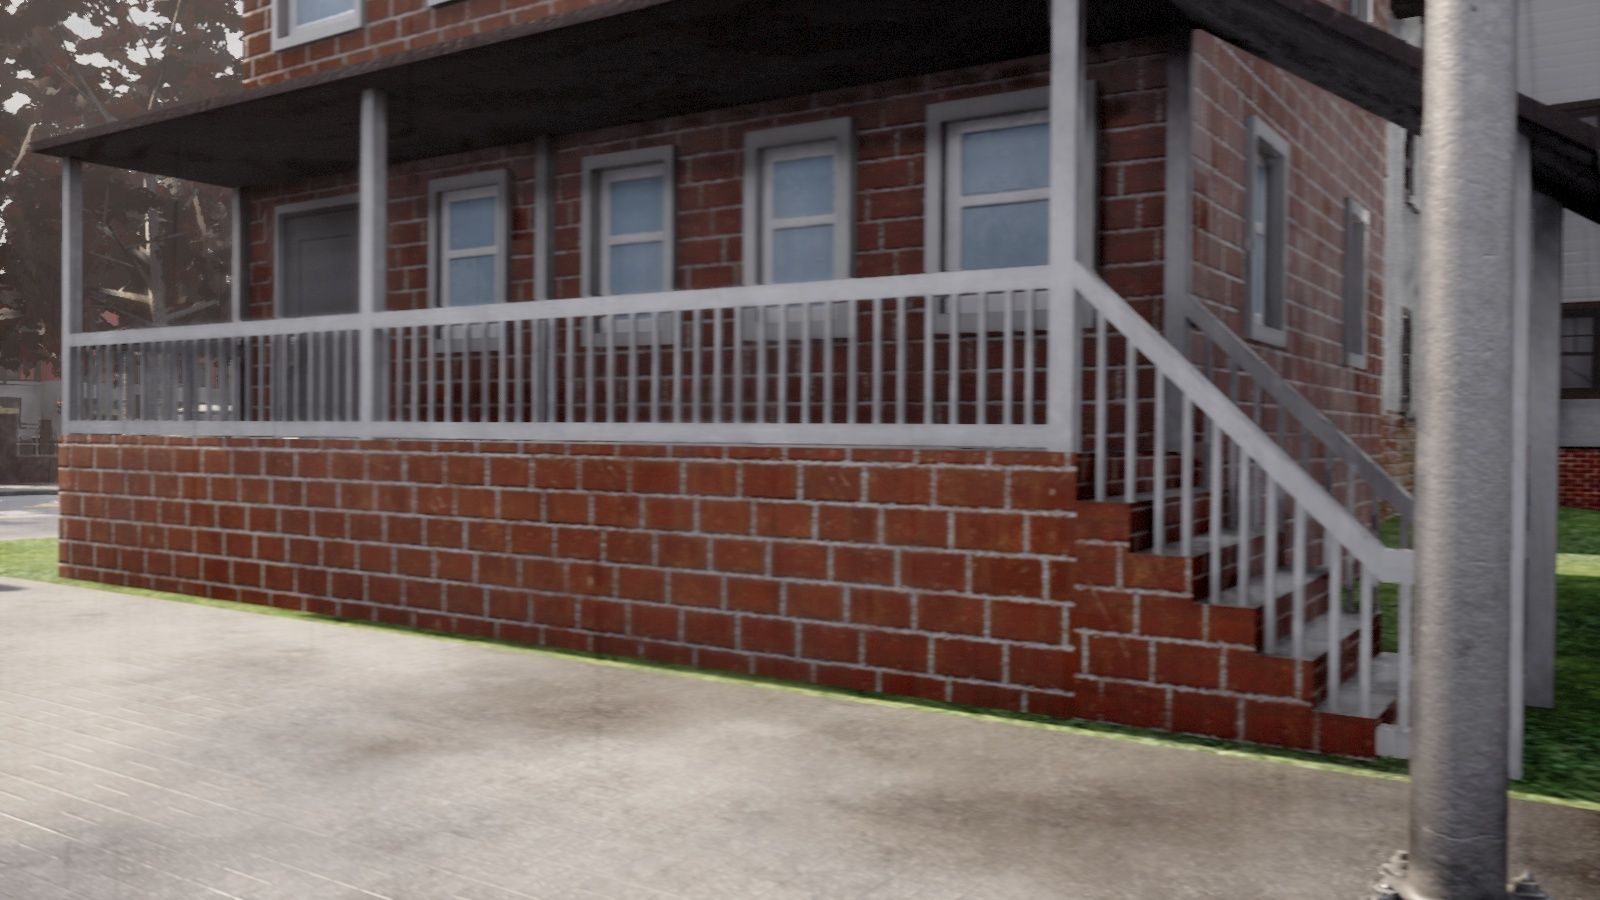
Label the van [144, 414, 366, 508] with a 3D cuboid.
[{"bbox_3d":[-12.419,0.203,28.895,1.775,1.987,4.442,0,1,31],"label":"van"}]
